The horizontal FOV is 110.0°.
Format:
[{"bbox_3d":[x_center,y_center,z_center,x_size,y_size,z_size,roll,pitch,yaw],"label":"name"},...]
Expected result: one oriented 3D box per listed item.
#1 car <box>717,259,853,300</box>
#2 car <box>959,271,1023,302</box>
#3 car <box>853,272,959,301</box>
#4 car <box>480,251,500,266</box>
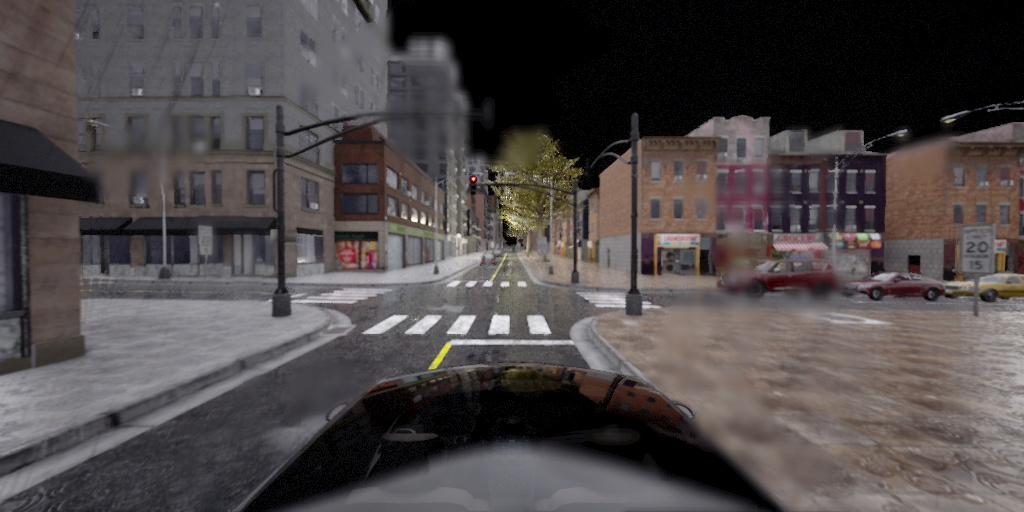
[{"bbox_3d":[12.690,1.057,17.168,5.009,1.841,2.192,0,0,0],"label":"car"},{"bbox_3d":[23.325,1.420,17.195,4.829,1.417,1.751,0,0,0],"label":"car"},{"bbox_3d":[18.092,1.401,17.182,4.207,1.307,1.802,0,0,0],"label":"car"},{"bbox_3d":[-2.776,0.474,42.647,1.812,1.442,4.674,0,3,0],"label":"car"}]
